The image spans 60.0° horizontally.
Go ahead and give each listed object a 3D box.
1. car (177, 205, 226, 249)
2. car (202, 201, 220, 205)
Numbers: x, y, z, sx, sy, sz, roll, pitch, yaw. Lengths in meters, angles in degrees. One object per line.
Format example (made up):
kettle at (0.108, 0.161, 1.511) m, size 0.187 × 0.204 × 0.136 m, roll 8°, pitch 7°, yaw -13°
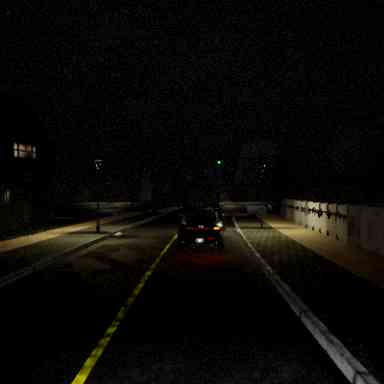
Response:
car at (0.429, 1.515, 14.566) m, size 1.837 × 1.490 × 4.892 m, roll 0°, pitch 0°, yaw 3°
car at (1.713, 1.532, 29.444) m, size 1.837 × 1.490 × 4.892 m, roll 0°, pitch 0°, yaw 7°
